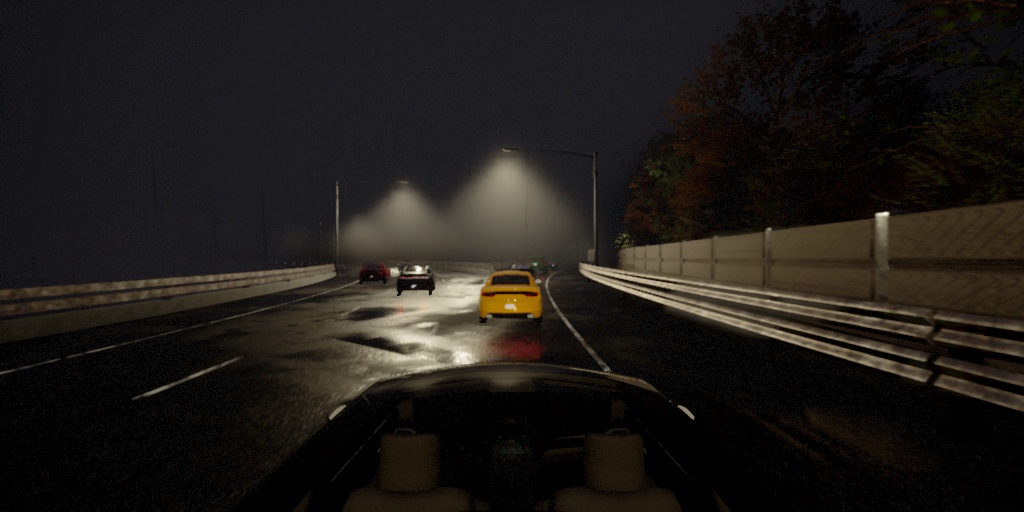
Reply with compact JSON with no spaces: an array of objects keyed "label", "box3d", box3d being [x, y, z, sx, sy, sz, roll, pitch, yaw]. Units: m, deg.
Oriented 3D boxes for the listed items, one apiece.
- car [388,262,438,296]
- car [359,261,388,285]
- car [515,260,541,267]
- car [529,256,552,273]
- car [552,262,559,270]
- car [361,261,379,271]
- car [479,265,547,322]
[{"label":"car","box3d":[-5.287,1.302,20.102,2.128,1.511,4.902,0,0,-10]},{"label":"car","box3d":[-10.544,1.323,27.837,1.882,1.535,5.008,0,0,-14]},{"label":"car","box3d":[0.810,1.296,25.634,2.128,1.511,4.902,0,0,5]},{"label":"car","box3d":[3.040,1.056,41.441,2.150,2.045,5.566,0,0,10]},{"label":"car","box3d":[5.804,1.457,53.241,1.895,1.301,4.718,0,0,14]},{"label":"car","box3d":[-21.677,1.469,54.675,1.812,1.442,4.674,0,0,-30]},{"label":"car","box3d":[-0.004,1.253,12.419,1.882,1.535,5.008,0,0,1]}]
